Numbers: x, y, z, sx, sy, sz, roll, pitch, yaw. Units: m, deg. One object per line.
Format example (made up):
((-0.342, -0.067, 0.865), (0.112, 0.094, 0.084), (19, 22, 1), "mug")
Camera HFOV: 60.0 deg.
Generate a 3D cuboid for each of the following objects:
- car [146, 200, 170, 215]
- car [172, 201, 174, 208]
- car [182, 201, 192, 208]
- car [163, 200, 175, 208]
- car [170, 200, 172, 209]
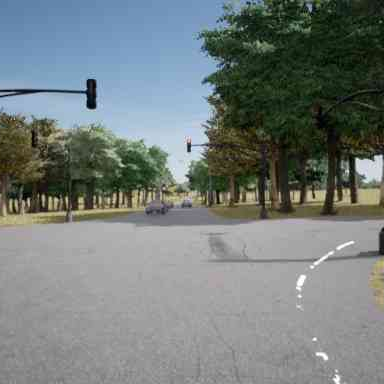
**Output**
((-4.172, 1.722, 39.408), (2.097, 1.767, 4.553), (0, -1, 0), "car")
((-4.554, 2.249, 58.216), (2.033, 1.411, 5.357), (0, -1, -1), "car")
((-1.115, 2.518, 68.987), (1.994, 1.385, 4.181), (0, -2, -1), "car")
((-4.707, 2.428, 68.225), (2.128, 1.511, 4.902), (0, -2, -1), "car")
((-4.336, 2.123, 48.410), (1.895, 1.301, 4.718), (0, -1, -1), "car")
